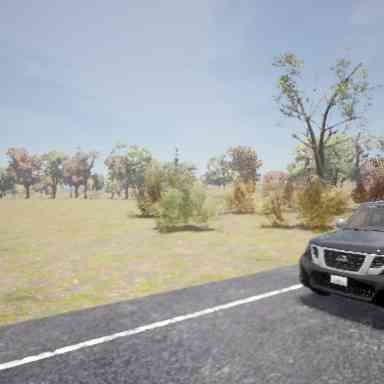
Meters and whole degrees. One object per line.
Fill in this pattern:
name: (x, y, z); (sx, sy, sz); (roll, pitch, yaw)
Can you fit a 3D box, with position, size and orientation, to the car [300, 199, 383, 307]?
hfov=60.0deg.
car: (4.820, 1.191, 7.489); (5.566, 2.045, 2.150); (0, 0, -36)
